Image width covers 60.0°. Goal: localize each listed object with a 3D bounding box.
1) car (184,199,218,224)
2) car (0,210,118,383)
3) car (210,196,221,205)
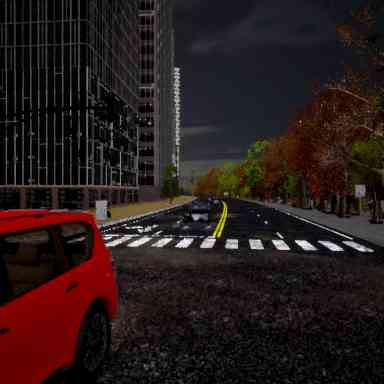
[{"bbox_3d":[0.565,1.502,24.571,2.128,1.511,4.902,0,0,7],"label":"car"},{"bbox_3d":[-2.428,1.251,2.658,2.150,2.045,5.566,-1,0,8],"label":"car"},{"bbox_3d":[4.172,1.481,58.276,2.128,1.511,4.902,0,0,5],"label":"car"}]
